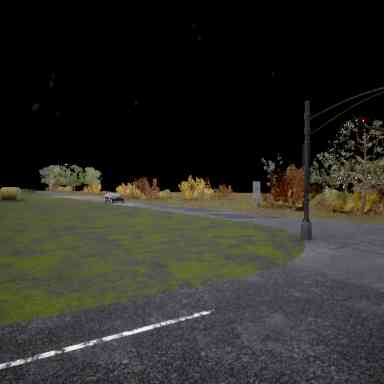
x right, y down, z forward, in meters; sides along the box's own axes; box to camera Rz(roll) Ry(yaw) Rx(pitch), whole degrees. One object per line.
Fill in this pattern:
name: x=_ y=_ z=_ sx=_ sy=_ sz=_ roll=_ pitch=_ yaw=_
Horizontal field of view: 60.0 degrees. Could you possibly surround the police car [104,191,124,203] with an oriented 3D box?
police car: x=-11.650 y=0.744 z=49.720 sx=1.930 sy=1.638 sz=5.238 roll=1 pitch=0 yaw=-32
